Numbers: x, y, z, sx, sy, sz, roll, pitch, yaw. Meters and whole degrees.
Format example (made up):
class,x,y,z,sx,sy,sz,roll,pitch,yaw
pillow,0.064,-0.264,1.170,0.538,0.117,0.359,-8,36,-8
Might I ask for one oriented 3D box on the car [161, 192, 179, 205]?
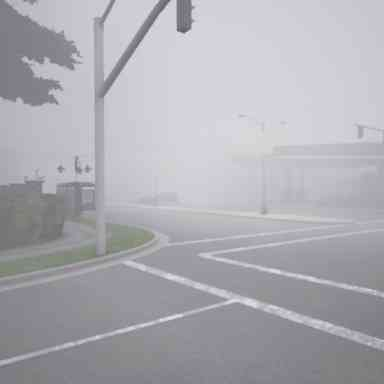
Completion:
class,x,y,z,sx,sy,sz,roll,pitch,yaw
car,-4.357,1.001,55.495,2.150,2.045,5.566,-1,0,-35

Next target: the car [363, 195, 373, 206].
class,x,y,z,sx,sy,sz,roll,pitch,yaw
car,22.032,1.119,44.736,1.970,1.475,3.806,-1,0,-35

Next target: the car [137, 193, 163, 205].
class,x,y,z,sx,sy,sz,roll,pitch,yaw
car,-7.206,1.284,53.465,1.882,1.535,5.008,-1,0,-35

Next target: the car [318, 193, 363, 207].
class,x,y,z,sx,sy,sz,roll,pitch,yaw
car,17.761,1.003,40.818,2.242,1.667,4.611,-1,0,-35
